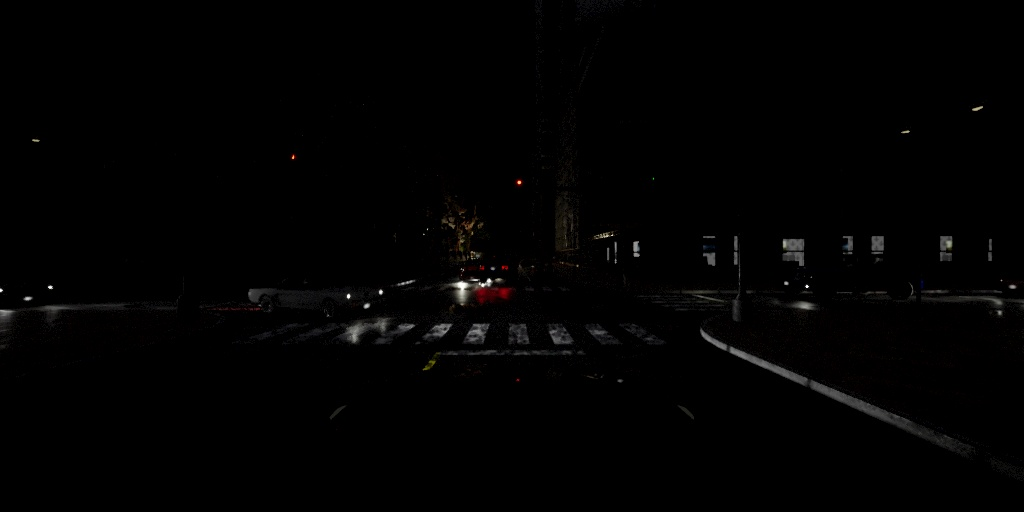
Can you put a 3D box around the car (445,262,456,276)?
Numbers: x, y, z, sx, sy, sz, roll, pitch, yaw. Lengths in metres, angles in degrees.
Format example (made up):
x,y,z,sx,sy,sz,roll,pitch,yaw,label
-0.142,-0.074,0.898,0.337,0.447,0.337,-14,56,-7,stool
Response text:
x,y,z,sx,sy,sz,roll,pitch,yaw,label
-5.714,1.295,36.499,1.888,1.381,4.507,0,0,0,car

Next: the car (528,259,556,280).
x,y,z,sx,sy,sz,roll,pitch,yaw,label
2.671,1.190,30.826,1.967,1.591,4.097,0,0,0,car

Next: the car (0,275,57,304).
x,y,z,sx,sy,sz,roll,pitch,yaw,label
-21.584,1.403,14.419,4.718,1.301,1.895,0,0,1,car

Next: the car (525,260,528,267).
x,y,z,sx,sy,sz,roll,pitch,yaw,label
2.667,1.315,36.507,1.948,1.339,4.313,0,0,0,car

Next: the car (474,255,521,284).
x,y,z,sx,sy,sz,roll,pitch,yaw,label
-0.902,0.968,26.790,2.150,2.045,5.566,0,0,8,car

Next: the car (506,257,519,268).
x,y,z,sx,sy,sz,roll,pitch,yaw,label
0.063,1.094,62.670,2.097,1.767,4.553,0,0,0,car

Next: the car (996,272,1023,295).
x,y,z,sx,sy,sz,roll,pitch,yaw,label
25.777,1.163,16.656,4.902,1.511,2.128,0,0,1,car

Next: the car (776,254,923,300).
x,y,z,sx,sy,sz,roll,pitch,yaw,label
15.702,0.924,16.863,5.566,2.045,2.150,0,0,1,car

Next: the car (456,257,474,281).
x,y,z,sx,sy,sz,roll,pitch,yaw,label
-3.119,1.102,29.998,2.097,1.767,4.553,0,0,0,car

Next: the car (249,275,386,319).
x,y,z,sx,sy,sz,roll,pitch,yaw,label
-6.865,1.357,12.715,4.718,1.301,1.895,0,0,21,car

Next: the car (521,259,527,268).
x,y,z,sx,sy,sz,roll,pitch,yaw,label
2.652,1.311,59.232,1.948,1.339,4.313,0,0,0,car
